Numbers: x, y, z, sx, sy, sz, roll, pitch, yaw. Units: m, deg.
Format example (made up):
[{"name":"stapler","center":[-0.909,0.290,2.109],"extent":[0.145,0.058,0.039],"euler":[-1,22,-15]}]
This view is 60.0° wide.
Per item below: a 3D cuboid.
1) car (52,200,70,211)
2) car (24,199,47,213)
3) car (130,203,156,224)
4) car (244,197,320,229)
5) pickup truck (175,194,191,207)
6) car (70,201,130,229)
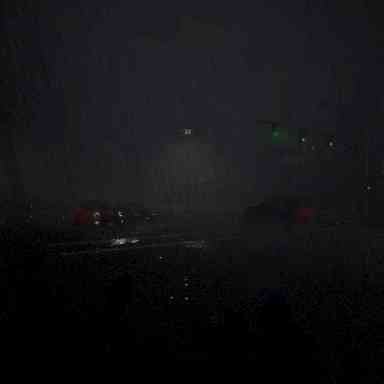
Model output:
[{"name":"car","center":[-15.898,1.701,41.519],"extent":[1.895,1.301,4.718],"euler":[1,0,-36]},{"name":"car","center":[-18.317,1.572,38.896],"extent":[1.837,1.490,4.892],"euler":[1,0,-36]},{"name":"car","center":[-4.628,1.629,26.066],"extent":[1.812,1.442,4.674],"euler":[1,0,-36]},{"name":"car","center":[6.146,1.393,23.306],"extent":[2.150,2.045,5.566],"euler":[1,0,-36]},{"name":"pickup truck","center":[-1.575,1.346,56.184],"extent":[2.390,2.098,6.274],"euler":[0,0,-6]},{"name":"car","center":[-6.325,1.423,22.422],"extent":[2.097,1.767,4.553],"euler":[1,0,-36]}]
